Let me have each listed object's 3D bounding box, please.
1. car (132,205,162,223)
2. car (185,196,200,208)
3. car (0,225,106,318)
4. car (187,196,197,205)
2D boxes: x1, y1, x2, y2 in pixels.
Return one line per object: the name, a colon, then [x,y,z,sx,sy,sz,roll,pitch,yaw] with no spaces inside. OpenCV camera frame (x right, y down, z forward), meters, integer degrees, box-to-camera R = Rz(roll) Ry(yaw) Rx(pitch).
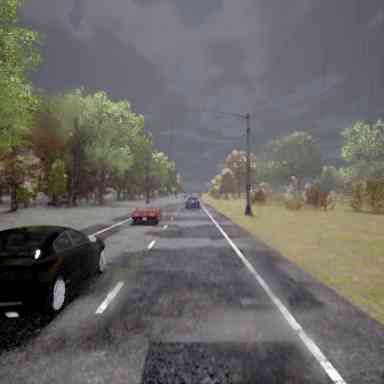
car: [-3.400,1.646,26.051,1.895,1.301,4.718,0,0,0]
car: [0.104,1.438,48.931,2.097,1.767,4.553,0,0,0]
car: [-3.400,1.491,7.597,1.882,1.535,5.008,0,0,0]
car: [0.006,1.618,63.047,1.837,1.490,4.892,0,0,0]
